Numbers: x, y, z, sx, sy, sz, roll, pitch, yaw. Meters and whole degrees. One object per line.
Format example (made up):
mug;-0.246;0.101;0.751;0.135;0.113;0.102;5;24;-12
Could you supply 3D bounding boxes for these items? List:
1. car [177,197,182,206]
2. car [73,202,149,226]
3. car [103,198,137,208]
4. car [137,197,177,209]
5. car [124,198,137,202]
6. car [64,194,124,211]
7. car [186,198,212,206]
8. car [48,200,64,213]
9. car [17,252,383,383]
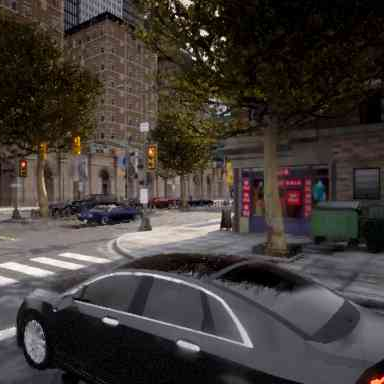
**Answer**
car;-2.283;1.564;53.607;1.994;1.385;4.181;0;0;36
car;-5.668;1.601;23.798;1.895;1.301;4.718;0;0;38
car;-10.282;1.595;47.897;1.895;1.301;4.718;0;0;36
car;-4.602;1.478;44.403;1.882;1.535;5.008;0;0;36
car;-8.147;1.526;45.449;1.812;1.442;4.674;0;0;36
car;-10.501;1.221;36.206;2.150;2.045;5.566;0;0;36
car;1.411;1.601;52.743;1.895;1.301;4.718;0;0;36
car;-13.767;1.547;37.656;2.033;1.411;5.357;0;0;36
car;-0.257;1.517;4.020;4.892;1.490;1.837;-1;0;37
